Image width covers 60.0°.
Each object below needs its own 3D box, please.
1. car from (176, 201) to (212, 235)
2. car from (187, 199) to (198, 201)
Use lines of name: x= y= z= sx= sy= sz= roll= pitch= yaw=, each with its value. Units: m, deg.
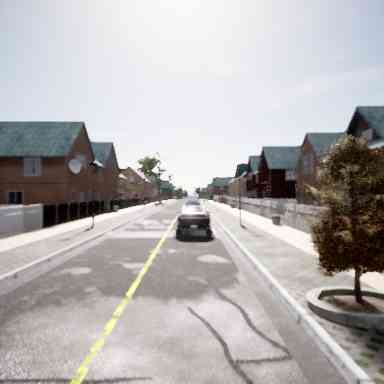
car: x=0.092 y=1.512 z=19.047 sx=2.128 sy=1.511 sz=4.902 roll=0 pitch=0 yaw=0
car: x=0.088 y=1.573 z=42.088 sx=1.882 sy=1.535 sz=5.008 roll=0 pitch=0 yaw=0
